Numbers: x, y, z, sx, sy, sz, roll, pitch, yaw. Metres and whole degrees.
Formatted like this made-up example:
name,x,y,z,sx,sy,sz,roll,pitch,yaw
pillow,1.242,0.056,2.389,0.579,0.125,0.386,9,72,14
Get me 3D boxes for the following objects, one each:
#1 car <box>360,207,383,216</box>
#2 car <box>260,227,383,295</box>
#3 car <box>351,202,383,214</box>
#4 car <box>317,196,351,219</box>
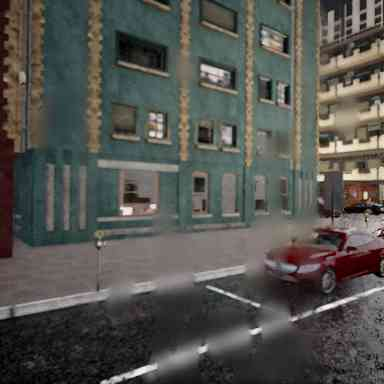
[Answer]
name,x,y,z,sx,sy,sz,roll,pitch,yaw
car,8.167,1.464,11.921,4.097,1.590,1.967,0,1,-35
car,3.650,1.596,8.697,4.206,1.307,1.802,0,1,-35
car,16.803,1.640,33.201,1.947,1.339,4.313,1,-1,-36
car,10.427,1.278,28.578,2.192,1.841,5.009,1,-1,-36
